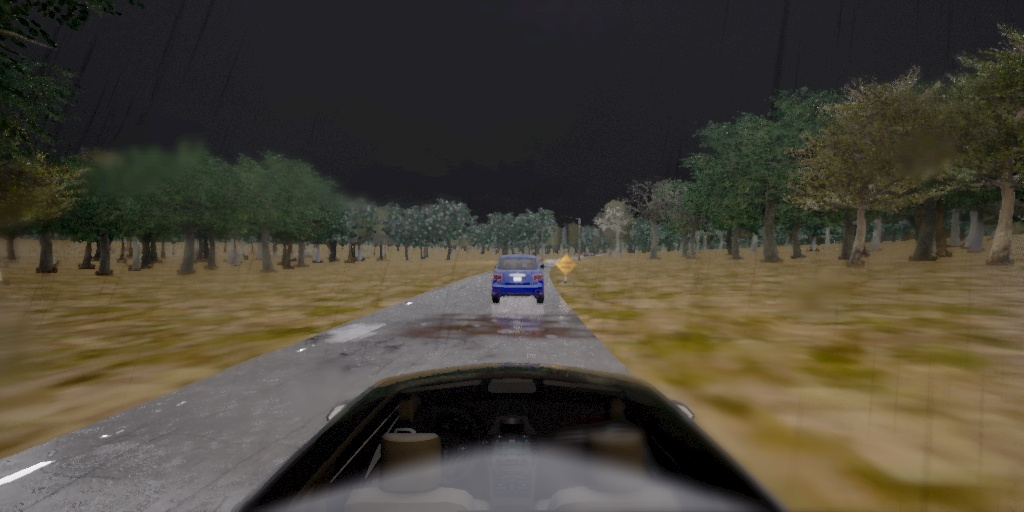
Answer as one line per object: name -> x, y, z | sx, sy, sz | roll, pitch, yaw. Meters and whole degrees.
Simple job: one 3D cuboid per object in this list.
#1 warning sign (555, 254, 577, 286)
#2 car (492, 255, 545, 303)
warning sign -> 3.258, 0.804, 21.916 | 1.300, 1.860, 1.060 | 0, 0, 3
car -> 0.324, 0.969, 16.454 | 2.150, 2.045, 5.566 | 0, 0, 2
